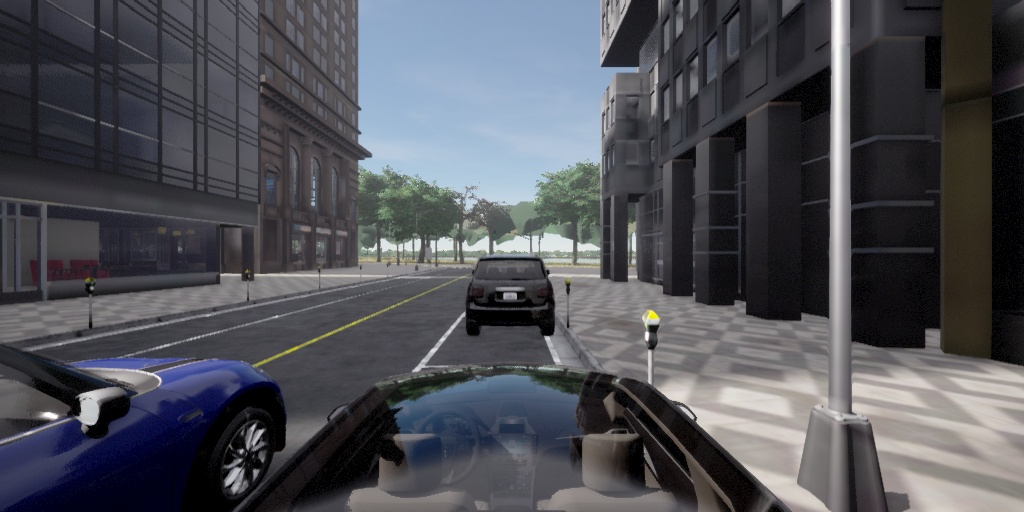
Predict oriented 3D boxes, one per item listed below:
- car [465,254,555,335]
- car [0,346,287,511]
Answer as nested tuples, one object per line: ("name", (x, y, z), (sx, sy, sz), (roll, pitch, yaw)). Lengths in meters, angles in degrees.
("car", (-0.039, 0.969, 10.530), (2.150, 2.045, 5.566), (0, 0, 0))
("car", (-3.145, 1.097, 1.470), (2.097, 1.767, 4.553), (0, 0, 0))
